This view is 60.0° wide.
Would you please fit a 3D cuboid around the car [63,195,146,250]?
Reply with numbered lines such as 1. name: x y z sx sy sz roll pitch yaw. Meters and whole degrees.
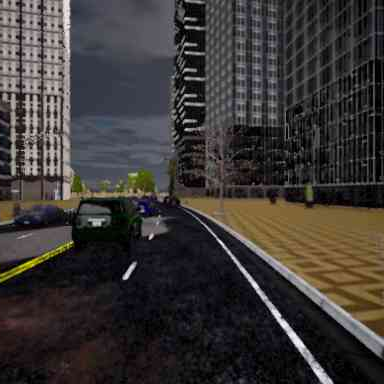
1. car: -3.519 1.232 14.591 2.150 2.045 5.566 0 0 -2

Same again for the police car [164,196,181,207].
1. police car: -2.926 1.461 52.679 1.930 1.638 5.238 0 0 -8

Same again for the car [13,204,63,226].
1. car: -10.744 1.572 23.877 2.033 1.411 5.357 0 0 -4

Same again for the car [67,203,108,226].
1. car: -7.539 1.585 24.409 1.994 1.385 4.181 0 0 -4

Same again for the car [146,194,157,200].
1. car: -10.122 1.280 85.408 2.097 1.767 4.553 0 0 -14

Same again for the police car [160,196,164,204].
1. police car: -4.525 1.471 62.711 1.930 1.638 5.238 0 0 -10

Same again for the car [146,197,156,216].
1. car: -4.745 1.549 32.621 1.812 1.442 4.674 0 0 -5

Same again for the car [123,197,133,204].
1. car: -12.780 1.665 66.361 1.895 1.301 4.718 0 0 -11

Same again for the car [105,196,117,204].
1. car: -15.972 1.549 65.736 1.882 1.535 5.008 0 0 -10
